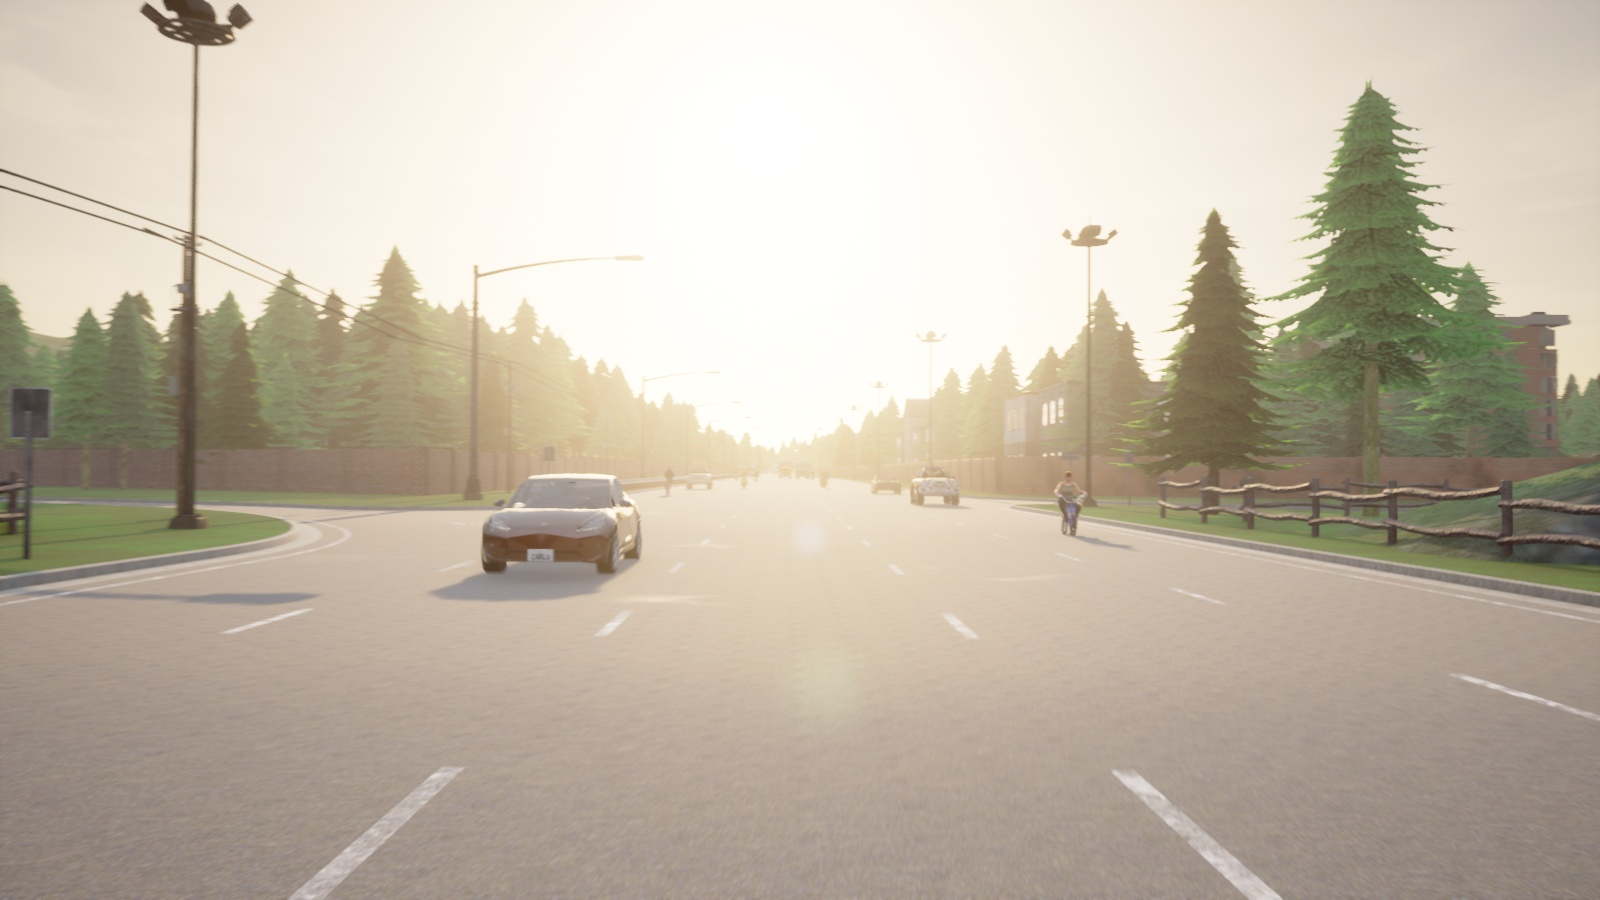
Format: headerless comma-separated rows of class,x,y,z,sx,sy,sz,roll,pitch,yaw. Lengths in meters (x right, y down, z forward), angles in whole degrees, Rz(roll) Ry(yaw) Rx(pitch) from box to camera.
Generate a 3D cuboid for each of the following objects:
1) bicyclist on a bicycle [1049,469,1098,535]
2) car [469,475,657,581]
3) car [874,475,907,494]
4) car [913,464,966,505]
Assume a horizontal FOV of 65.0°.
bicyclist on a bicycle,6.766,1.268,31.169,0.866,1.612,1.509,0,-1,0
car,-3.644,1.153,20.289,2.163,1.488,4.792,0,-1,0
car,6.269,2.373,87.652,1.895,1.301,4.718,0,-1,-1
car,6.517,1.617,59.202,1.932,1.855,4.605,0,-1,-1
